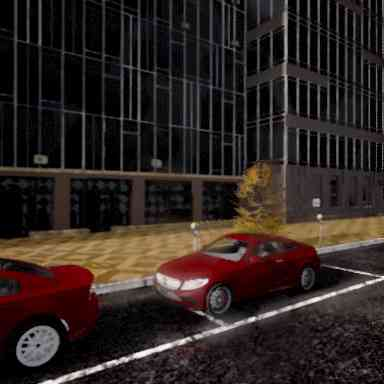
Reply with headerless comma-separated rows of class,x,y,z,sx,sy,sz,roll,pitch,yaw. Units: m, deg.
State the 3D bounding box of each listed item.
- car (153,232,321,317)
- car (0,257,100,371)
car,1.180,1.583,7.400,4.206,1.307,1.802,0,0,-36
car,-3.455,1.544,4.092,4.507,1.381,1.887,0,0,-36
